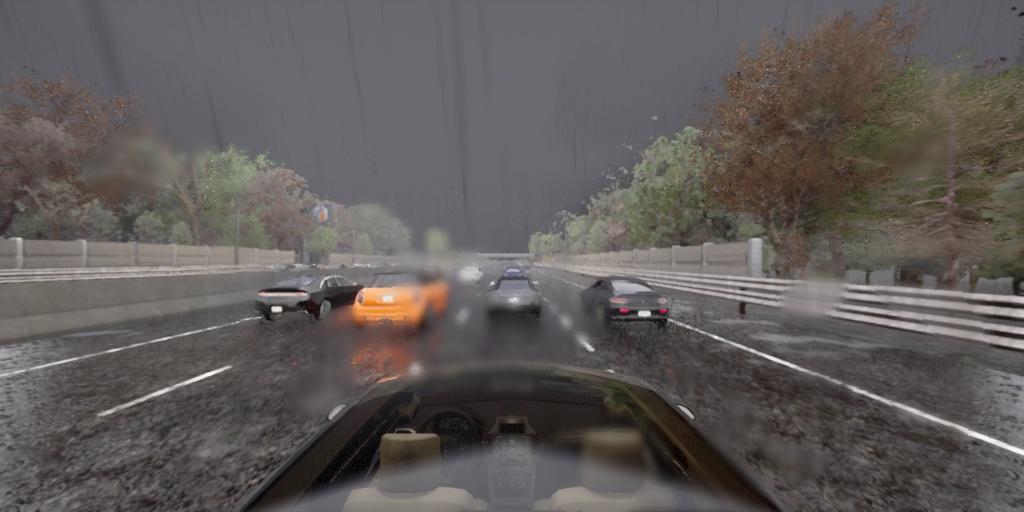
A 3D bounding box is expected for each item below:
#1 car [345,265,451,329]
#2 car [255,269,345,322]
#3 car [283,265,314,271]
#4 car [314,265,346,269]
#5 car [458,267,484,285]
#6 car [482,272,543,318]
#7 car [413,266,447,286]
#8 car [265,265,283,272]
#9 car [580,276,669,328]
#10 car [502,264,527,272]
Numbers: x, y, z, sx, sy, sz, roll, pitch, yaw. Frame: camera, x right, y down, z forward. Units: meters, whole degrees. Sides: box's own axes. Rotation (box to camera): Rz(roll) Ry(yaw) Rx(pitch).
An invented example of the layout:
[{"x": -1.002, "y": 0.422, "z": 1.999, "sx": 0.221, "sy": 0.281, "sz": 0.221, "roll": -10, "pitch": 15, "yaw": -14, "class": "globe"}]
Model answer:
[{"x": -3.399, "y": 1.232, "z": 11.980, "sx": 2.097, "sy": 1.767, "sz": 4.553, "roll": 0, "pitch": -1, "yaw": 0, "class": "car"}, {"x": -6.899, "y": 1.384, "z": 12.952, "sx": 2.128, "sy": 1.511, "sz": 4.902, "roll": 0, "pitch": -1, "yaw": 0, "class": "car"}, {"x": -24.583, "y": 1.786, "z": 42.808, "sx": 1.837, "sy": 1.490, "sz": 4.892, "roll": 0, "pitch": -1, "yaw": 0, "class": "car"}, {"x": -21.084, "y": 1.788, "z": 42.882, "sx": 1.837, "sy": 1.490, "sz": 4.892, "roll": 0, "pitch": -1, "yaw": 0, "class": "car"}, {"x": -3.413, "y": 1.650, "z": 30.758, "sx": 1.812, "sy": 1.442, "sz": 4.674, "roll": 0, "pitch": -1, "yaw": 0, "class": "car"}, {"x": 0.101, "y": 1.467, "z": 13.759, "sx": 1.994, "sy": 1.385, "sz": 4.181, "roll": 0, "pitch": -1, "yaw": 0, "class": "car"}, {"x": -6.897, "y": 1.649, "z": 30.729, "sx": 1.812, "sy": 1.442, "sz": 4.674, "roll": 0, "pitch": -1, "yaw": 0, "class": "car"}, {"x": -28.076, "y": 1.804, "z": 44.004, "sx": 1.837, "sy": 1.490, "sz": 4.892, "roll": 0, "pitch": -1, "yaw": 0, "class": "car"}, {"x": 3.512, "y": 1.394, "z": 11.816, "sx": 1.812, "sy": 1.442, "sz": 4.674, "roll": 0, "pitch": -1, "yaw": 0, "class": "car"}, {"x": 0.102, "y": 1.649, "z": 30.726, "sx": 1.812, "sy": 1.442, "sz": 4.674, "roll": 0, "pitch": -1, "yaw": 0, "class": "car"}]
